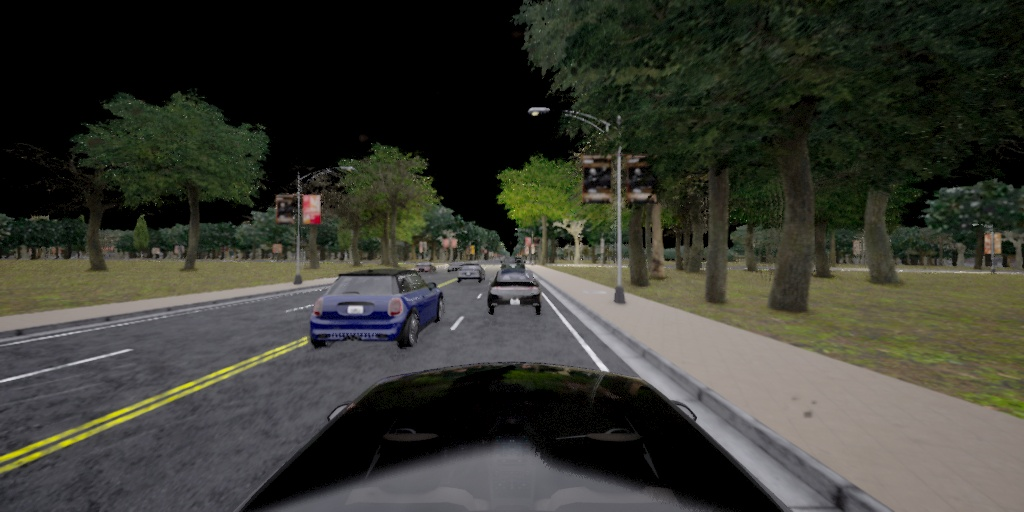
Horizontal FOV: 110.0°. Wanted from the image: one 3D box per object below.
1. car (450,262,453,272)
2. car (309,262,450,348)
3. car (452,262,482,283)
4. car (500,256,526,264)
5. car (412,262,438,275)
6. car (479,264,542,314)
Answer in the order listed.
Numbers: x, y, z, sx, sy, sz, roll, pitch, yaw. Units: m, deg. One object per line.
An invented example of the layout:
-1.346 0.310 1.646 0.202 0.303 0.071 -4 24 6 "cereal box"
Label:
-6.587 1.374 43.265 1.994 1.385 4.181 0 0 0 "car"
-3.151 1.103 9.350 2.097 1.767 4.553 0 0 0 "car"
-3.150 1.330 28.463 2.033 1.411 5.357 0 0 0 "car"
0.100 1.012 33.009 2.150 2.045 5.566 0 0 0 "car"
-9.841 1.368 40.807 1.994 1.385 4.181 0 0 0 "car"
0.100 1.248 13.783 2.128 1.511 4.902 0 0 0 "car"
